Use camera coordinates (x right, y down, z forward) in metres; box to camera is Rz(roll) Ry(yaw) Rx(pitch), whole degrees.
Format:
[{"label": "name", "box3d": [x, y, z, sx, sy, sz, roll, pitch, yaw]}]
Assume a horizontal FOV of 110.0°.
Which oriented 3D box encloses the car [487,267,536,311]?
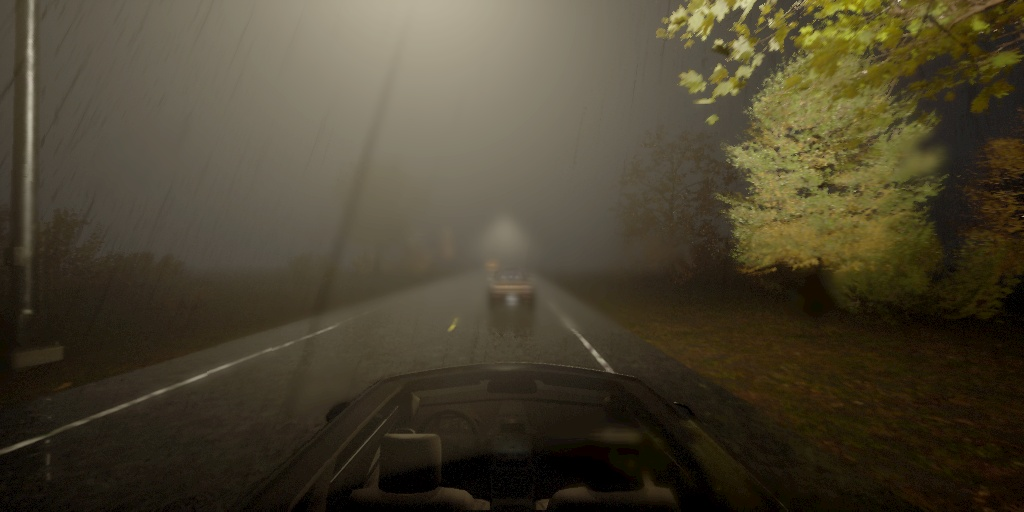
[{"label": "car", "box3d": [0.018, 1.383, 15.362, 2.128, 1.511, 4.902, 0, 0, 0]}]
